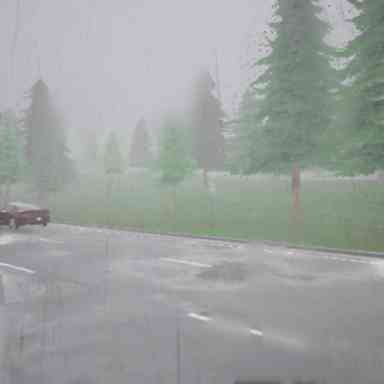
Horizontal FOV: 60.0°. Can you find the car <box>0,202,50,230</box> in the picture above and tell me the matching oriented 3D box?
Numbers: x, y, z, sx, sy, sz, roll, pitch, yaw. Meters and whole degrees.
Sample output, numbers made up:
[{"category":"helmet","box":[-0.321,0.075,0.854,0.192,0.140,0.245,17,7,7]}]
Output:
[{"category":"car","box":[-10.637,1.360,20.176,5.008,1.535,1.882,0,0,35]}]
